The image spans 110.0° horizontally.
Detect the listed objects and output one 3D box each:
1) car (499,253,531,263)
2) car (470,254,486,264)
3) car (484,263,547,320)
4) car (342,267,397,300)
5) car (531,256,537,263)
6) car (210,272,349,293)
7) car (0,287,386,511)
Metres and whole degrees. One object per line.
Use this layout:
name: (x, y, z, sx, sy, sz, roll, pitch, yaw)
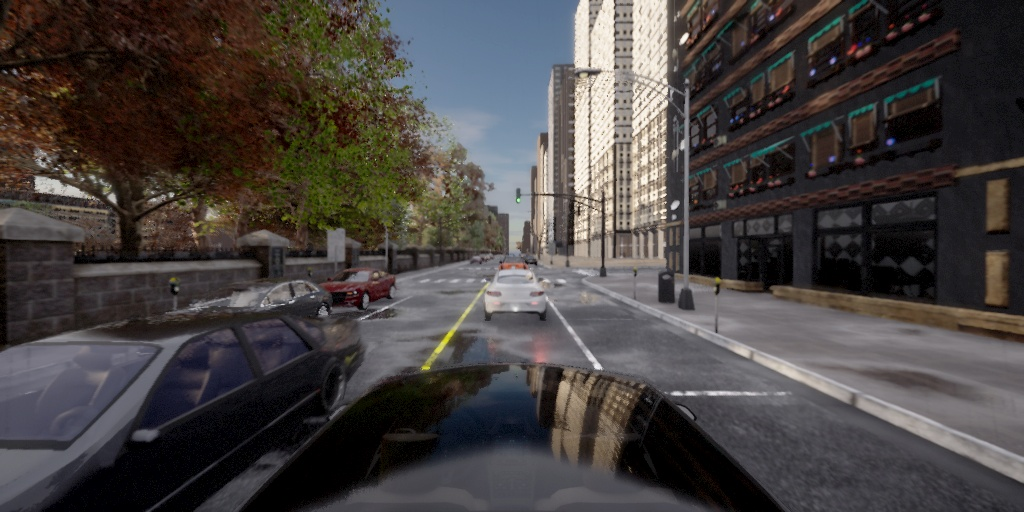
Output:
car: (0.101, 0.771, 27.019, 2.097, 1.767, 4.553, 0, 1, 0)
car: (-5.690, 0.622, 57.240, 1.802, 1.307, 4.207, 0, 0, 0)
car: (0.100, 1.141, 11.874, 1.812, 1.442, 4.674, 0, 1, 0)
car: (-5.821, 1.137, 13.693, 1.888, 1.381, 4.507, 0, 0, 0)
car: (2.690, 0.676, 51.607, 1.948, 1.339, 4.313, 0, 0, 0)
car: (-5.769, 1.215, 8.153, 2.007, 1.370, 4.403, 0, 0, 0)
car: (-3.099, 1.278, 3.127, 2.033, 1.411, 5.357, 0, 1, 0)
